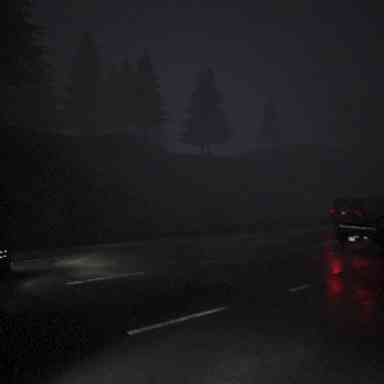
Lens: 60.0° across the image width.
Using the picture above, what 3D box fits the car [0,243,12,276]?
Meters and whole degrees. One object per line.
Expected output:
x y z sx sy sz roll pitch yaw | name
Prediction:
-6.872 1.475 7.441 5.008 1.535 1.882 0 0 -35 | car

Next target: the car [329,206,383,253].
7.860 1.522 13.638 4.902 1.511 2.128 0 0 -35 | car

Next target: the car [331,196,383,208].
10.479 1.265 19.773 5.566 2.045 2.150 0 0 -35 | car
